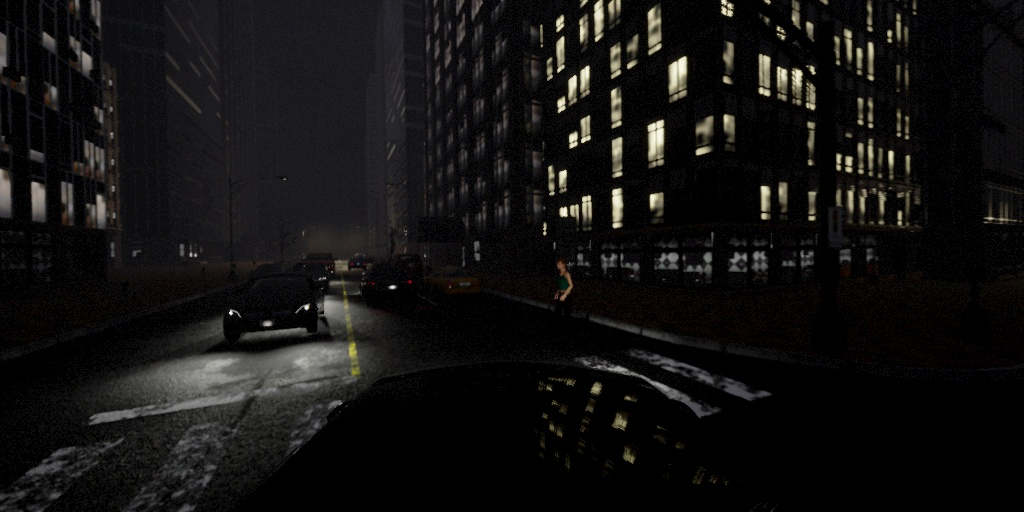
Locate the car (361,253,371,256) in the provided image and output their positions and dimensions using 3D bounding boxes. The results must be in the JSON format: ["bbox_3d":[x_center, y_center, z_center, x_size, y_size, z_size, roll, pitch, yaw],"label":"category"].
[{"bbox_3d":[-22.687,0.683,57.271,1.888,1.381,4.507,0,0,-26],"label":"car"}]

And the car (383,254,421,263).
[{"bbox_3d":[-7.983,0.736,26.784,2.192,1.841,5.009,0,0,-26],"label":"car"}]

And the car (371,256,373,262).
[{"bbox_3d":[-15.335,0.863,42.027,1.802,1.307,4.207,0,0,-26],"label":"car"}]

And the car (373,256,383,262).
[{"bbox_3d":[-12.883,0.873,36.947,1.888,1.381,4.507,0,0,-26],"label":"car"}]

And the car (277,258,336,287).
[{"bbox_3d":[-10.639,1.076,18.929,2.128,1.511,4.902,-1,1,-26],"label":"car"}]

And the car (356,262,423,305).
[{"bbox_3d":[-5.341,1.131,15.238,1.994,1.385,4.181,-1,1,-25],"label":"car"}]

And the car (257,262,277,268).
[{"bbox_3d":[-15.511,1.154,23.108,1.948,1.339,4.313,0,0,-26],"label":"car"}]

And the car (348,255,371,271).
[{"bbox_3d":[-17.501,0.883,40.529,2.033,1.411,5.357,-1,1,-26],"label":"car"}]

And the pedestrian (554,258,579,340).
[{"bbox_3d":[1.134,0.884,7.837,0.375,1.860,0.375,-1,0,-26],"label":"pedestrian"}]

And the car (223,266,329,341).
[{"bbox_3d":[-6.337,1.190,9.994,1.812,1.442,4.674,-1,1,-24],"label":"car"}]

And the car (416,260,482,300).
[{"bbox_3d":[-2.826,1.045,16.006,1.751,1.417,4.829,0,0,-26],"label":"car"}]

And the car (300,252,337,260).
[{"bbox_3d":[-15.238,0.719,28.481,2.150,2.045,5.566,-1,1,-25],"label":"car"}]
